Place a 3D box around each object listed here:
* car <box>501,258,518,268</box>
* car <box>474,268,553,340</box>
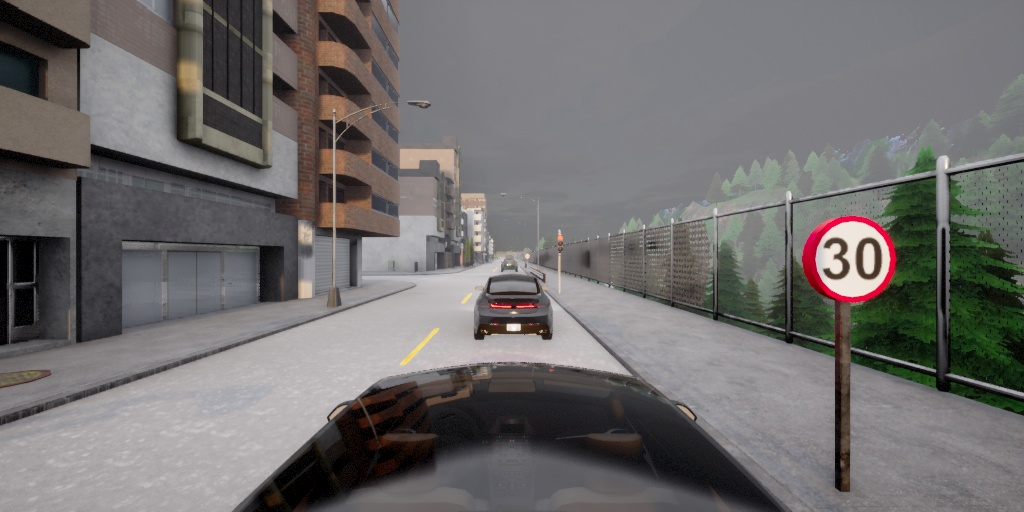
[{"bbox_3d":[-0.336,1.102,46.031,2.097,1.767,4.553,0,0,-1],"label":"car"},{"bbox_3d":[0.015,1.255,9.957,1.837,1.490,4.892,0,0,0],"label":"car"}]
